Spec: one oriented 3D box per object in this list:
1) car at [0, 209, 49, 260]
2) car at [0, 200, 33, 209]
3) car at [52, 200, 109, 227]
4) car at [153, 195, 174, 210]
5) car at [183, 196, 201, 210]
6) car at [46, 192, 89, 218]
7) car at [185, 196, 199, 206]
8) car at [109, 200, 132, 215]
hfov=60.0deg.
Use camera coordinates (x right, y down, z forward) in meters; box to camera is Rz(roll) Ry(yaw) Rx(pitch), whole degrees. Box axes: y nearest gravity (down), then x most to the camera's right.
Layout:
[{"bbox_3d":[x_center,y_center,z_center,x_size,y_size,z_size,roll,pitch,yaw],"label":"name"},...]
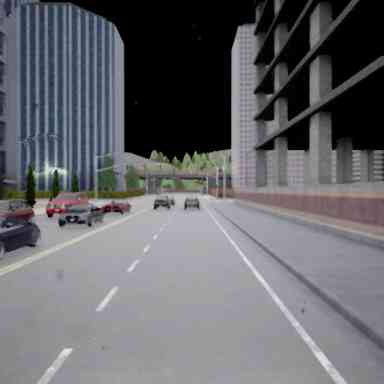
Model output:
[{"bbox_3d":[-7.103,1.505,11.819,1.994,1.385,4.181,0,0,0],"label":"car"},{"bbox_3d":[-10.604,1.252,18.431,2.097,1.767,4.553,0,0,0],"label":"car"},{"bbox_3d":[-7.105,1.444,21.727,1.994,1.385,4.181,0,0,0],"label":"car"},{"bbox_3d":[-3.509,1.274,39.630,1.837,1.490,4.892,0,0,0],"label":"car"},{"bbox_3d":[-0.009,1.262,39.629,2.128,1.511,4.902,0,0,0],"label":"car"},{"bbox_3d":[-10.603,1.057,28.846,2.150,2.045,5.566,0,0,0],"label":"car"},{"bbox_3d":[-0.007,1.311,49.302,1.895,1.301,4.718,0,0,0],"label":"car"},{"bbox_3d":[-7.091,1.419,31.767,1.895,1.301,4.718,0,0,0],"label":"car"}]
